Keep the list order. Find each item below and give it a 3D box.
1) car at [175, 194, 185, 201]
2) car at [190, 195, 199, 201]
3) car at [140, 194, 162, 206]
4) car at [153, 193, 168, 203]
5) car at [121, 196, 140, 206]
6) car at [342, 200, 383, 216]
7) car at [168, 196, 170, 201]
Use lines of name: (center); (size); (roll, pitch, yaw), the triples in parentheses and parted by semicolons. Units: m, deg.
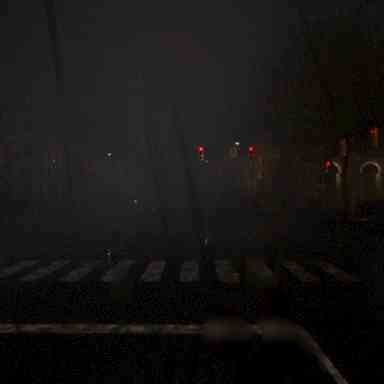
car: (-2.800, 1.205, 78.842); (2.097, 1.767, 4.553); (0, 0, 1)
car: (0.700, 1.375, 78.814); (2.128, 1.511, 4.902); (0, 0, 1)
car: (-6.706, 1.496, 54.381); (2.033, 1.411, 5.357); (0, 0, 1)
car: (-6.530, 1.463, 66.608); (1.812, 1.442, 4.674); (0, 0, 1)
car: (-10.200, 1.496, 54.551); (2.033, 1.411, 5.357); (0, 0, 1)
car: (15.943, 1.450, 29.446); (5.008, 1.535, 1.882); (0, 0, 1)
car: (-6.320, 1.522, 77.718); (1.895, 1.301, 4.718); (0, 0, 1)
